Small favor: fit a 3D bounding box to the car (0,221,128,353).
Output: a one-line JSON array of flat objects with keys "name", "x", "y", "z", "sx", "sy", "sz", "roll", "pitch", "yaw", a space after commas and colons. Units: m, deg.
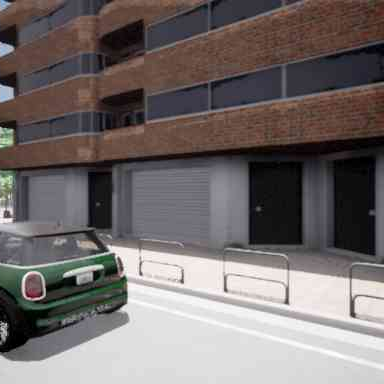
[{"name": "car", "x": -3.397, "y": 1.363, "z": 6.413, "sx": 4.553, "sy": 1.767, "sz": 2.097, "roll": 0, "pitch": 0, "yaw": 36}]
